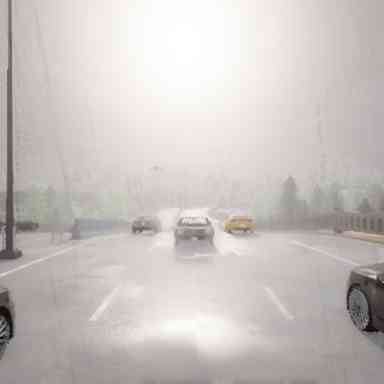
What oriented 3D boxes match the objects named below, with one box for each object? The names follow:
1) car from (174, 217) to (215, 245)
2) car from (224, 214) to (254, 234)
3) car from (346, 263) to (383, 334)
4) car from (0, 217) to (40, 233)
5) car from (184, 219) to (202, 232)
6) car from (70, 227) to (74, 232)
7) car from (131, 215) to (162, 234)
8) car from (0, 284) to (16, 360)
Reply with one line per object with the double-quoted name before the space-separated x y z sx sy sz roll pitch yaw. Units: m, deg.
"car" 0.103 1.934 17.137 1.895 1.301 4.718 0 -3 0
"car" 3.604 2.462 26.215 1.882 1.535 5.008 0 -5 0
"car" 3.600 1.494 3.918 2.128 1.511 4.902 0 0 0
"car" -14.069 2.607 26.434 1.895 1.301 4.718 0 -5 0
"car" 0.106 3.934 38.374 1.994 1.385 4.181 0 -7 0
"car" -17.496 5.735 52.230 1.895 1.301 4.718 0 -7 0
"car" -3.396 2.480 25.642 2.033 1.411 5.357 0 -5 0
"car" -3.400 1.493 2.763 2.128 1.511 4.902 0 0 0
